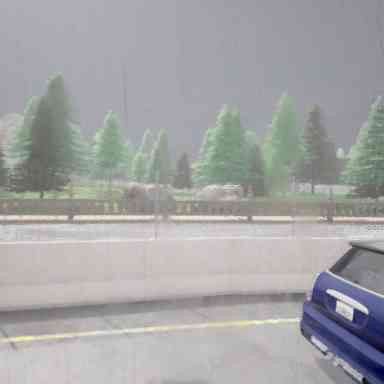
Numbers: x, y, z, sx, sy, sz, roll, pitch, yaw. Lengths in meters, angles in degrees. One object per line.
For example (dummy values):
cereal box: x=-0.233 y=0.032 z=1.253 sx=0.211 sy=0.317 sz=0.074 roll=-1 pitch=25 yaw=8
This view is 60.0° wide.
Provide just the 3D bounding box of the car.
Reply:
car: x=3.820 y=1.399 z=4.159 sx=4.553 sy=1.767 sz=2.097 roll=1 pitch=0 yaw=-10
